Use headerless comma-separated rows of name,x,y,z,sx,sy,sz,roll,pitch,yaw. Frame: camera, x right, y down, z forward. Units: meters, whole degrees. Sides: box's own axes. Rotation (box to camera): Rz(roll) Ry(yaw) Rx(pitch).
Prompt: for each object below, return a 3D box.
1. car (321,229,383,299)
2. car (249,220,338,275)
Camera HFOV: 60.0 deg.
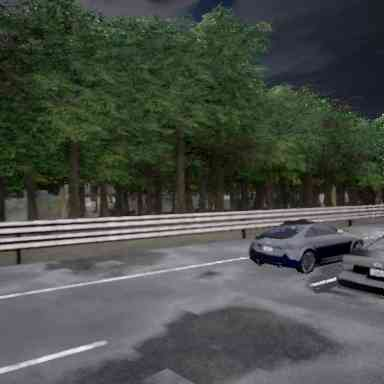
car,5.557,1.581,7.778,5.357,1.411,2.033,0,0,-36
car,3.831,1.626,10.850,4.181,1.385,1.994,0,0,-36
